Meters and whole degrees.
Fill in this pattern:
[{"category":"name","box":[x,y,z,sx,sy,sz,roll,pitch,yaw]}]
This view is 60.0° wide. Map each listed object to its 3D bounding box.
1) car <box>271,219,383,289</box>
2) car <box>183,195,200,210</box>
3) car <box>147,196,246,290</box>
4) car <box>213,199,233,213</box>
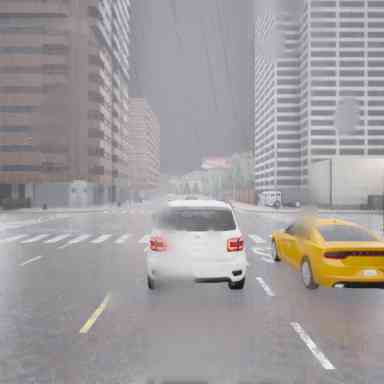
[{"category":"car","box":[3.583,1.478,9.177,1.882,1.535,5.008,0,0,0]},{"category":"car","box":[-0.085,1.352,43.890,2.097,1.767,4.553,0,0,0]},{"category":"car","box":[0.072,1.221,9.226,2.150,2.045,5.566,0,0,-1]},{"category":"car","box":[3.448,1.526,37.619,1.812,1.442,4.674,0,0,0]}]
